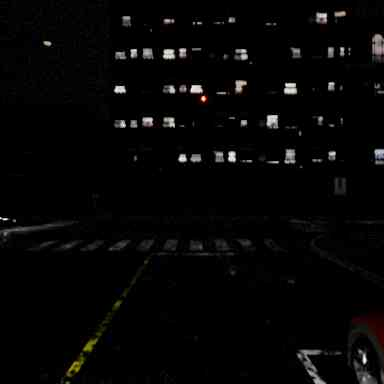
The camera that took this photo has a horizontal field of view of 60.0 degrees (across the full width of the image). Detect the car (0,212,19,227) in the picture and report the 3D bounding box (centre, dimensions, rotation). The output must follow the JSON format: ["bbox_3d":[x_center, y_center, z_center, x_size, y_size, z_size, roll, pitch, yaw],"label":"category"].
[{"bbox_3d":[-13.748,1.628,21.358,4.892,1.490,1.837,0,-1,1],"label":"car"}]

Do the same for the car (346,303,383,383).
[{"bbox_3d":[2.757,1.440,2.280,1.967,1.590,4.097,1,0,0],"label":"car"}]
